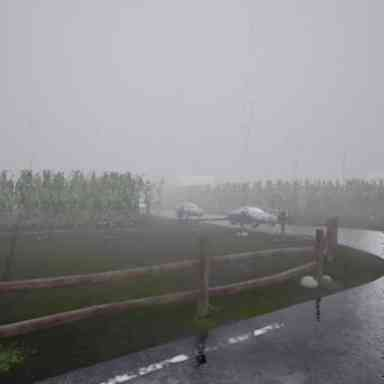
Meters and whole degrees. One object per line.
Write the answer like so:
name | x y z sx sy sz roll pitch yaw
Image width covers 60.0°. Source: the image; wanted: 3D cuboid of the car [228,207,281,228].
car | 4.458 1.840 25.126 1.812 1.442 4.674 0 -1 -26

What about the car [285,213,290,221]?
car | 6.088 1.944 28.432 1.895 1.301 4.718 0 -1 -23

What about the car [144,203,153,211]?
car | -7.387 2.175 50.080 1.812 1.442 4.674 0 -1 -26

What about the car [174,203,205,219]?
car | -0.366 1.957 35.323 1.837 1.490 4.892 0 -1 -25
